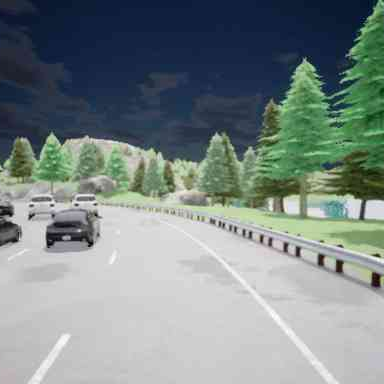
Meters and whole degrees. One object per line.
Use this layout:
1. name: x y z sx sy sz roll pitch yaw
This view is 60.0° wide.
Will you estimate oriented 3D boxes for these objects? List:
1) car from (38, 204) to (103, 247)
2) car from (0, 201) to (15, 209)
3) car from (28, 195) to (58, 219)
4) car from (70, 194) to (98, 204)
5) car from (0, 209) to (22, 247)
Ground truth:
1. car: -5.286 1.524 15.197 1.837 1.490 4.892 0 0 -11
2. car: -17.960 1.586 31.501 1.882 1.535 5.008 0 0 -25
3. car: -13.479 1.287 30.123 2.150 2.045 5.566 -1 0 -22
4. car: -10.074 1.252 31.032 2.150 2.045 5.566 -1 0 -22
5. car: -8.551 1.618 13.649 1.994 1.385 4.181 -1 0 -11
